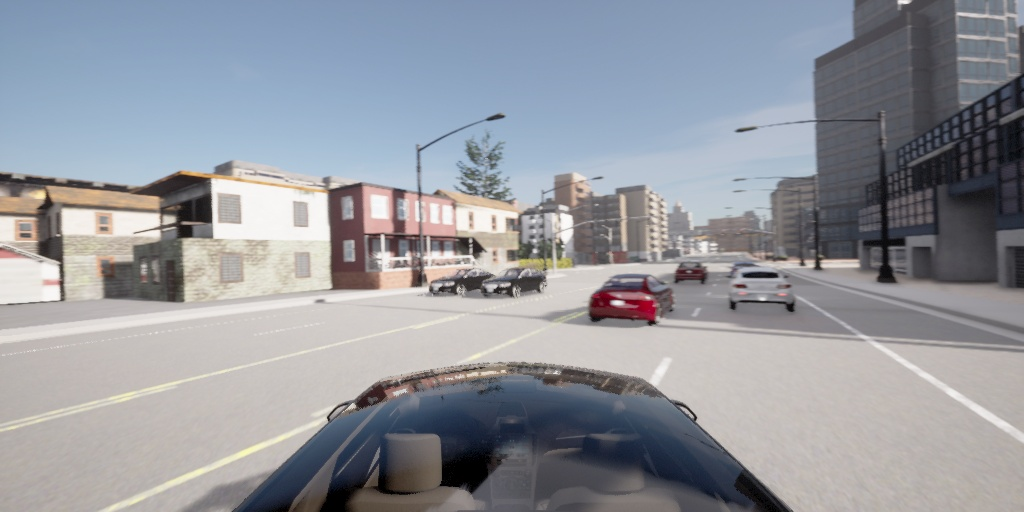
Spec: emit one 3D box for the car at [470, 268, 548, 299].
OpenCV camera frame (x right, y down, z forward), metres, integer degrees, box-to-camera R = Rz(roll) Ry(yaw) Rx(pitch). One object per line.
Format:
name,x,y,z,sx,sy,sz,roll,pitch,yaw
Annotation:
car,0.234,1.393,19.291,2.128,1.511,4.902,-2,-1,32

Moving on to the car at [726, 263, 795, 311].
car,9.120,1.122,13.324,1.812,1.442,4.674,-2,-1,31

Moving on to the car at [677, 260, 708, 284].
car,14.113,1.178,28.174,2.097,1.767,4.553,-2,-1,31

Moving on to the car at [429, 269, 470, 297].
car,-2.754,1.492,21.111,2.128,1.511,4.902,-2,-1,32

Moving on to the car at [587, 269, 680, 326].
car,3.947,1.254,11.576,1.994,1.385,4.181,-2,-1,31
